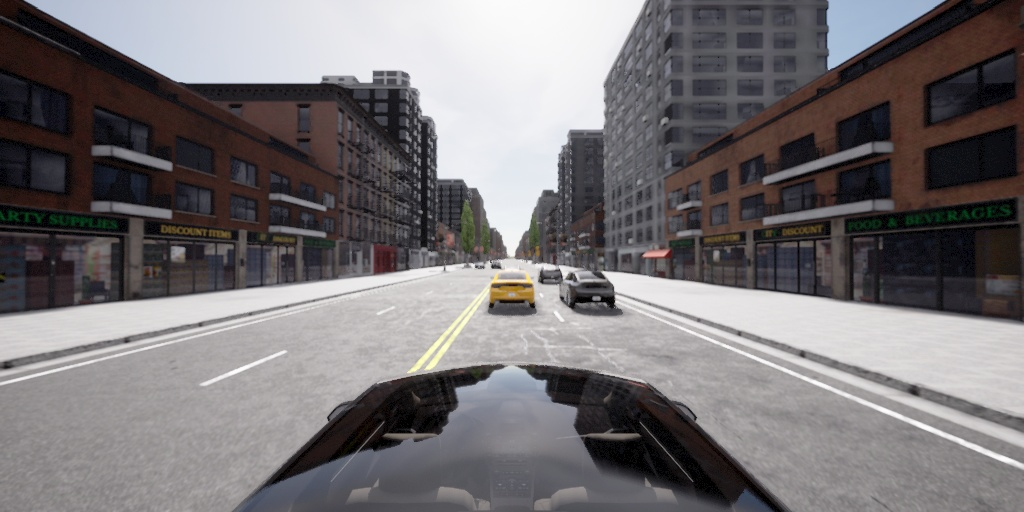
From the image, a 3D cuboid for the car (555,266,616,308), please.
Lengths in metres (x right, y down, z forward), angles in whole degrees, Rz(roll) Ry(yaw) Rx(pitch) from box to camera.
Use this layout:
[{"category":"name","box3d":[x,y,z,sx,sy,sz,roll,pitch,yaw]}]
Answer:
[{"category":"car","box3d":[3.256,1.390,16.150,1.837,1.490,4.892,0,0,0]}]

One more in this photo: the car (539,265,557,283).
[{"category":"car","box3d":[3.258,1.511,31.143,2.128,1.511,4.902,0,0,0]}]

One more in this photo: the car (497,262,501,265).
[{"category":"car","box3d":[0.008,1.511,31.147,2.128,1.511,4.902,0,0,0]}]

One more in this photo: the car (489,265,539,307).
[{"category":"car","box3d":[0.007,1.362,16.322,1.882,1.535,5.008,0,0,0]}]
